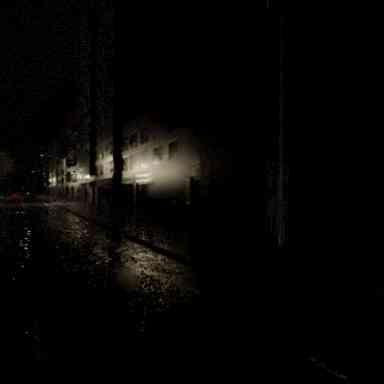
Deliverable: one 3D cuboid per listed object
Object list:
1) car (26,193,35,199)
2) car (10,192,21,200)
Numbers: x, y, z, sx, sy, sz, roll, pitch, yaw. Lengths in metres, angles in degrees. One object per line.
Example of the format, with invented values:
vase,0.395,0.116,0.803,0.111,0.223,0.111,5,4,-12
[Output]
car,-37.928,1.000,78.308,1.812,1.442,4.674,0,0,-27
car,-40.735,0.866,76.662,2.097,1.767,4.553,0,0,-27
